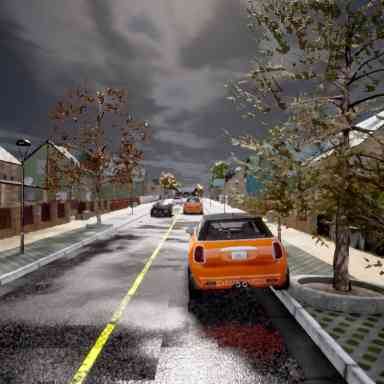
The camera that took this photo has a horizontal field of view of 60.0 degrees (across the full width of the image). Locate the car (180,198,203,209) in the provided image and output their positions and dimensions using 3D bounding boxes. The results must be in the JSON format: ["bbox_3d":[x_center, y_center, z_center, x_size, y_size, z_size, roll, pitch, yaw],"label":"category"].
[{"bbox_3d":[0.132,1.414,36.159,2.097,1.767,4.553,0,0,0],"label":"car"}]

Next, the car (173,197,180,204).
[{"bbox_3d":[-2.651,1.660,59.447,1.812,1.442,4.674,0,0,0],"label":"car"}]

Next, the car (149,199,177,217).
[{"bbox_3d":[-2.799,1.614,31.343,1.994,1.385,4.181,0,0,0],"label":"car"}]

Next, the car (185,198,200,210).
[{"bbox_3d":[0.097,1.636,45.940,2.033,1.411,5.357,0,0,1],"label":"car"}]

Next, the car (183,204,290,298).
[{"bbox_3d":[0.936,1.311,8.727,2.097,1.767,4.553,-3,-1,0],"label":"car"}]
